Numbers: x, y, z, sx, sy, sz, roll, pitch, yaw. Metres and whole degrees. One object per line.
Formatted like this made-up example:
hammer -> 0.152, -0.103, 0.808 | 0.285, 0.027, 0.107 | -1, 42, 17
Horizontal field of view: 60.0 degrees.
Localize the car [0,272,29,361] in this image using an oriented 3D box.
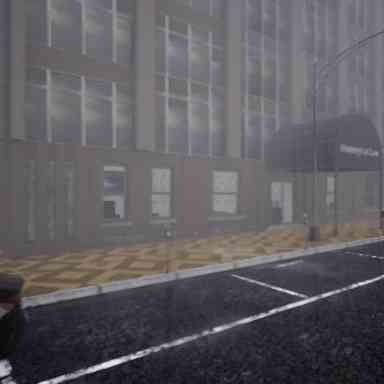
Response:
car -> -4.149, 1.573, 3.592 | 4.313, 1.339, 1.947 | 0, 1, -35
